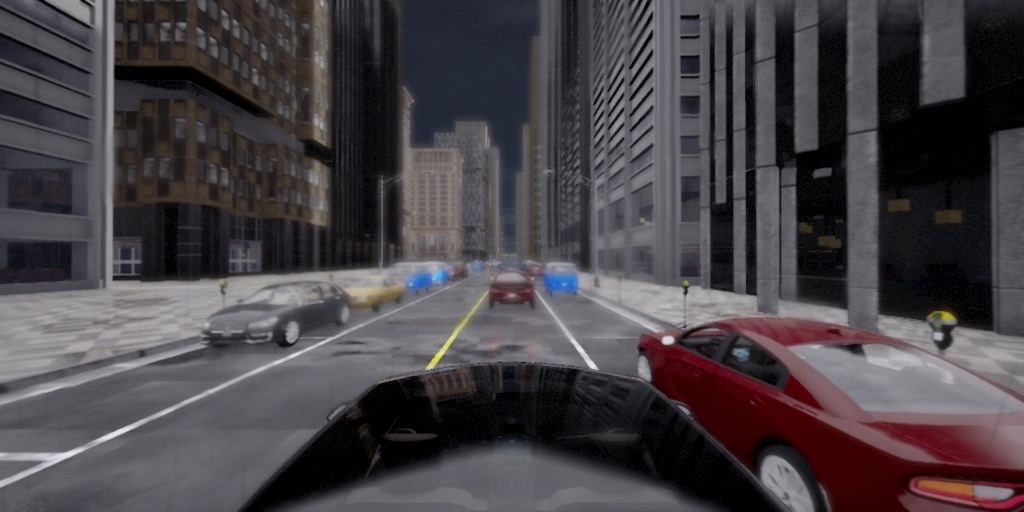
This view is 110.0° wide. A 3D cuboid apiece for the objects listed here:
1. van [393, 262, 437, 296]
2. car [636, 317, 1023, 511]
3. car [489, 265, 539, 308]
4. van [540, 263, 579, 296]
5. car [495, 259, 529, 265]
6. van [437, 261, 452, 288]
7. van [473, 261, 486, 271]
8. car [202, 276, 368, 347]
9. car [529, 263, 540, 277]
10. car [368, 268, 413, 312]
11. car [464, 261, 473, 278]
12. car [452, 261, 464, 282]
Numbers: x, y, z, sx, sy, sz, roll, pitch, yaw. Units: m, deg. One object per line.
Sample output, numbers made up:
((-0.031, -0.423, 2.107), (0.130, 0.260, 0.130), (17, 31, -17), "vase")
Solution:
((-5.771, 1.281, 20.714), (1.690, 1.789, 3.998), (0, 0, 0), "van")
((2.761, 1.316, 3.801), (1.888, 1.381, 4.507), (0, 0, 0), "car")
((0.020, 1.371, 16.082), (1.882, 1.535, 5.008), (0, 0, 0), "car")
((2.754, 1.281, 20.723), (1.690, 1.789, 3.998), (0, 0, 0), "van")
((-0.003, 1.252, 29.409), (2.150, 2.045, 5.566), (0, 0, 0), "car")
((-5.773, 1.337, 26.355), (1.690, 1.789, 3.998), (0, 0, 0), "van")
((-5.787, 1.674, 60.199), (1.690, 1.789, 3.998), (0, 0, 0), "van")
((-5.766, 1.378, 9.434), (2.007, 1.370, 4.403), (0, 0, 0), "car")
((2.747, 1.691, 37.644), (1.802, 1.307, 4.207), (0, 0, 0), "car")
((-5.769, 1.409, 14.904), (1.751, 1.417, 4.829), (0, 0, 0), "car")
((-5.778, 1.424, 37.637), (2.192, 1.841, 5.009), (0, 0, 0), "car")
((-5.776, 1.492, 31.995), (1.967, 1.591, 4.097), (0, 0, 0), "car")
